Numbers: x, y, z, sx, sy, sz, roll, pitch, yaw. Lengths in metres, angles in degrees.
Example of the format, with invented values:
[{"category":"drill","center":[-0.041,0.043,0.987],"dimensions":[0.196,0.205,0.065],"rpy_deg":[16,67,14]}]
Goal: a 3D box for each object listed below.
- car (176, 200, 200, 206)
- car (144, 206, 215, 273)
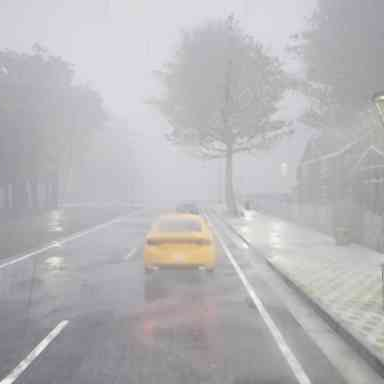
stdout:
[{"category":"car","center":[-0.365,1.398,28.273],"dimensions":[2.128,1.511,4.902],"rpy_deg":[0,0,0]},{"category":"car","center":[-0.335,1.441,10.616],"dimensions":[1.882,1.535,5.008],"rpy_deg":[0,0,0]}]
